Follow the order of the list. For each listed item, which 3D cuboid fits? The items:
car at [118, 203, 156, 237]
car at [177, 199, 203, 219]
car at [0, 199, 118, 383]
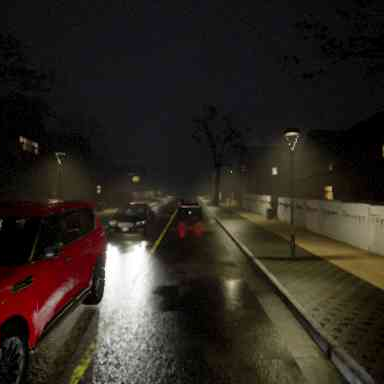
[{"bbox_3d":[-2.936,1.348,17.052,2.128,1.511,4.902,0,0,0],"label":"car"},{"bbox_3d":[-0.153,1.259,26.492,2.128,1.511,4.902,0,1,0],"label":"car"},{"bbox_3d":[-2.872,1.182,5.037,2.150,2.045,5.566,0,0,0],"label":"car"}]
